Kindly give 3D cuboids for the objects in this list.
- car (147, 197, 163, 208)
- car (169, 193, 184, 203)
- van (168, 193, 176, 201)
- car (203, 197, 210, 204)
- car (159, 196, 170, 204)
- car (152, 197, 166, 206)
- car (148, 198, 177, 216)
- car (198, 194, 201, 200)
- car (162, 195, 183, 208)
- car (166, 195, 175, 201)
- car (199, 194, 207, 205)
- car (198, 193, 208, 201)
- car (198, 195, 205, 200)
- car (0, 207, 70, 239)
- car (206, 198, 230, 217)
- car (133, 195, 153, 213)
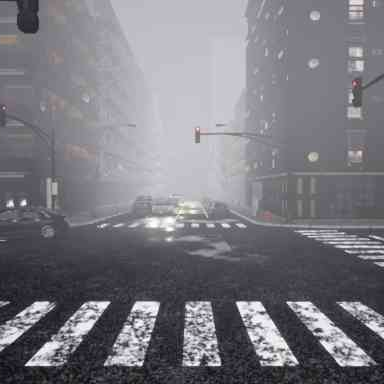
[{"bbox_3d":[-5.269,1.508,47.951,1.752,1.417,4.829,-1,0,0],"label":"car"},{"bbox_3d":[-2.679,1.194,64.034,2.150,2.045,5.566,0,0,0],"label":"car"},{"bbox_3d":[-5.225,1.302,86.881,1.690,1.788,3.998,-1,0,0],"label":"van"},{"bbox_3d":[2.599,1.539,36.978,2.008,1.369,4.403,-1,0,0],"label":"car"},{"bbox_3d":[-5.248,1.557,64.732,1.802,1.307,4.206,-1,0,0],"label":"car"},{"bbox_3d":[-5.261,1.563,53.658,1.802,1.307,4.206,-1,0,0],"label":"car"},{"bbox_3d":[-2.810,1.591,32.434,1.895,1.301,4.718,0,0,0],"label":"car"},{"bbox_3d":[2.645,1.551,75.752,1.802,1.307,4.206,-1,0,0],"label":"car"},{"bbox_3d":[-2.755,1.531,47.256,2.033,1.411,5.357,0,0,1],"label":"car"},{"bbox_3d":[-5.229,1.490,81.174,1.752,1.417,4.829,-1,0,0],"label":"car"},{"bbox_3d":[2.625,1.523,59.135,1.887,1.381,4.507,-1,0,0],"label":"car"},{"bbox_3d":[2.649,1.280,81.292,2.192,1.841,5.009,-1,0,0],"label":"car"},{"bbox_3d":[2.665,1.539,92.370,1.802,1.307,4.206,-1,0,0],"label":"car"},{"bbox_3d":[-8.506,1.492,16.037,4.892,1.490,1.837,0,3,-27],"label":"car"},{"bbox_3d":[2.593,1.572,31.439,1.802,1.307,4.206,-1,0,0],"label":"car"},{"bbox_3d":[-5.284,1.303,37.046,2.192,1.841,5.009,-1,0,0],"label":"car"}]
